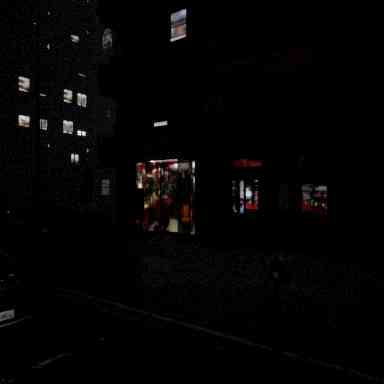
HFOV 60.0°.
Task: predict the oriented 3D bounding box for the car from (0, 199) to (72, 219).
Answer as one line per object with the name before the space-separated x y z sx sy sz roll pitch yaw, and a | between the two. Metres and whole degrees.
car | -11.804 1.397 24.769 1.895 1.301 4.718 0 1 35

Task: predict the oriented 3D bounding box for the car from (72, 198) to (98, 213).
car | -10.949 1.250 30.497 1.752 1.417 4.829 1 1 35

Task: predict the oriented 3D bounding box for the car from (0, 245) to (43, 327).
car | -4.473 1.551 6.062 4.403 1.369 2.008 0 0 35
